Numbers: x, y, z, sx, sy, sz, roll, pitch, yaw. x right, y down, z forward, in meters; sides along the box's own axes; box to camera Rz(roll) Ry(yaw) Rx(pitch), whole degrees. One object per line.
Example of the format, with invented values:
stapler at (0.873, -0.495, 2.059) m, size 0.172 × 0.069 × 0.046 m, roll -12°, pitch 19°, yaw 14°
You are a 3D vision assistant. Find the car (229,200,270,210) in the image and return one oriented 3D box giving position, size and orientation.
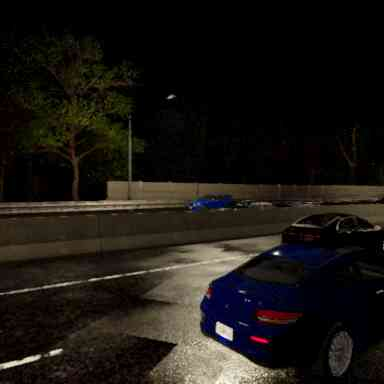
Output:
car at (5.885, 1.622, 29.690) m, size 4.718 × 1.301 × 1.895 m, roll 0°, pitch 0°, yaw -35°

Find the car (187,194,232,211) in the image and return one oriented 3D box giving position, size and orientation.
car at (2.071, 1.245, 35.216) m, size 5.566 × 2.045 × 2.150 m, roll 0°, pitch 0°, yaw -38°

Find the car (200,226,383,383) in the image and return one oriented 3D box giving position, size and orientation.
car at (2.271, 1.530, 5.379) m, size 4.674 × 1.442 × 1.812 m, roll 0°, pitch 0°, yaw -35°

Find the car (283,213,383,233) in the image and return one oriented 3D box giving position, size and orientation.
car at (5.243, 1.513, 11.790) m, size 4.892 × 1.490 × 1.837 m, roll 0°, pitch 0°, yaw -35°

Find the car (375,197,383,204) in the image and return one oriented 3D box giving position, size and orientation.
car at (34.258, 1.640, 58.415) m, size 5.357 × 1.411 × 2.033 m, roll 0°, pitch 0°, yaw -35°

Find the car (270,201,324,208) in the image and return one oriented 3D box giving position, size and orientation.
car at (9.151, 1.515, 27.717) m, size 4.902 × 1.511 × 2.128 m, roll 0°, pitch 0°, yaw -35°

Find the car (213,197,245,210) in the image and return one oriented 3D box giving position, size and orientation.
car at (4.824, 1.528, 33.230) m, size 4.892 × 1.490 × 1.837 m, roll 0°, pitch 0°, yaw -35°
